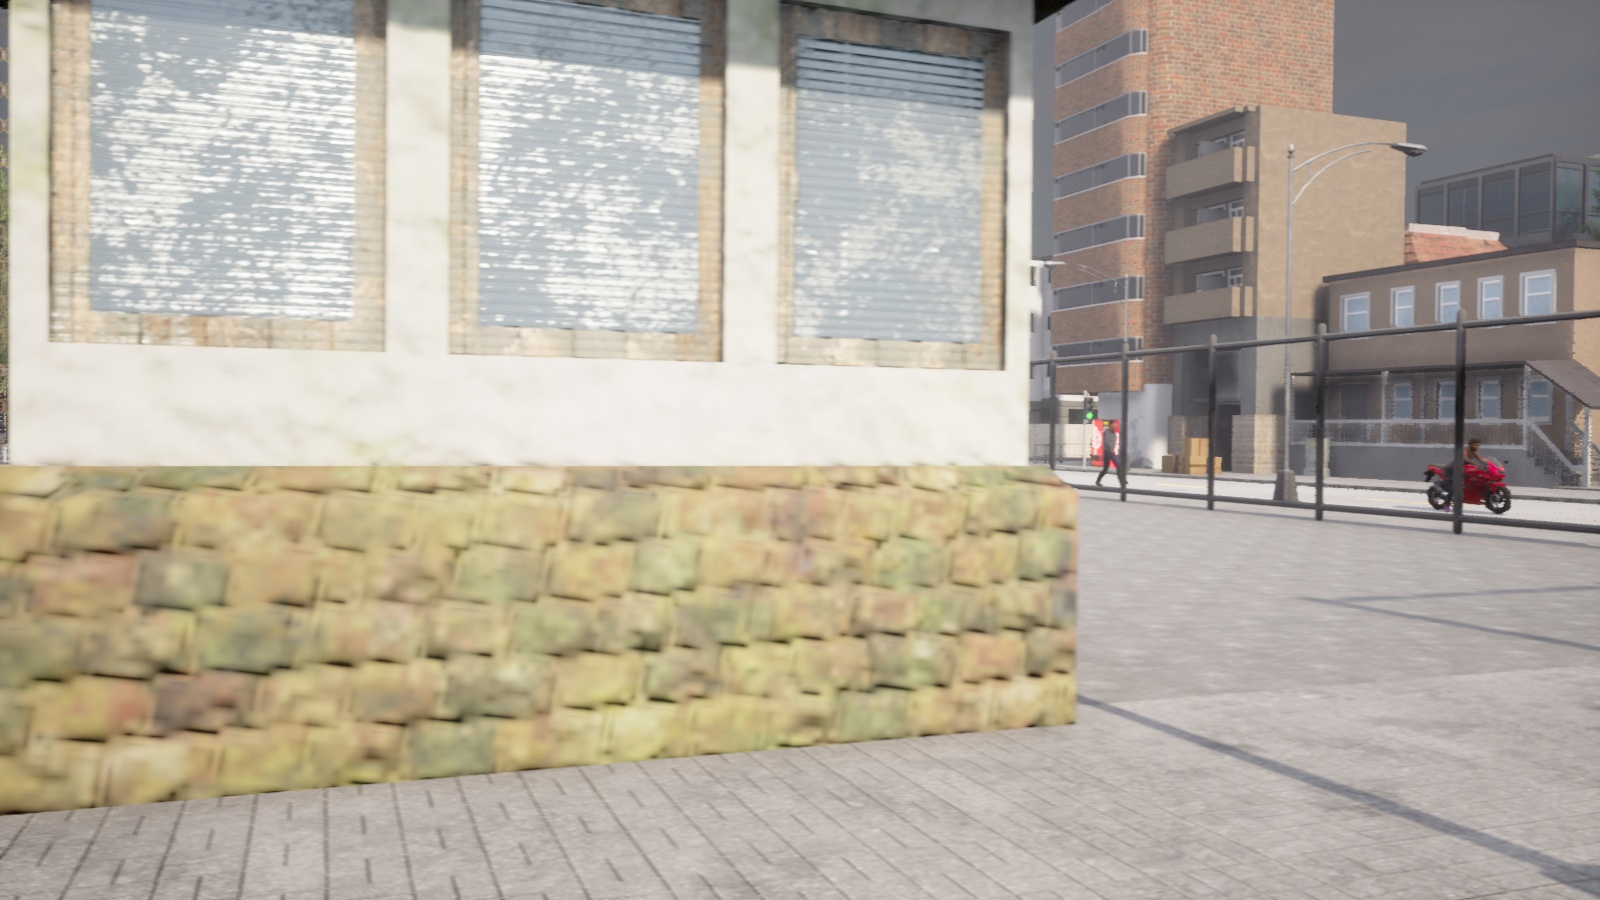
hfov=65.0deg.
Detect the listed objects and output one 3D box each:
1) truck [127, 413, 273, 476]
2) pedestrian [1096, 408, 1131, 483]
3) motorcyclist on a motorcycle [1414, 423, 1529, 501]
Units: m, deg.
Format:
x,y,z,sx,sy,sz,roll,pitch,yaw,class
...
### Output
x,y,z,sx,sy,sz,roll,pitch,yaw,class
-24.569,-0.265,51.723,5.204,2.467,2.627,-1,1,-21,truck
8.219,-0.123,32.907,0.423,1.949,0.788,-1,1,-38,pedestrian
13.583,0.219,25.465,0.797,1.523,2.044,-1,1,-21,motorcyclist on a motorcycle
